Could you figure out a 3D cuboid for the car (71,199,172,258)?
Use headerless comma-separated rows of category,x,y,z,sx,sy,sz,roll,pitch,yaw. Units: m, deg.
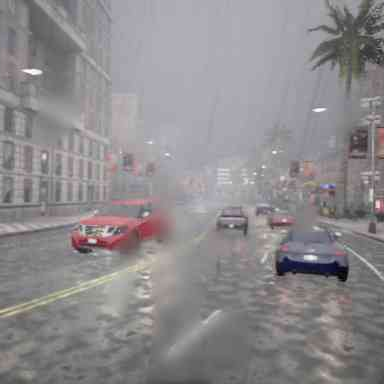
car,-2.578,1.325,13.819,2.150,2.045,5.566,1,0,16

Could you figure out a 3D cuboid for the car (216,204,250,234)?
car,2.656,1.775,21.324,2.128,1.511,4.902,1,-1,10

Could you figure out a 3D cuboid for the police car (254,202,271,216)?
police car,8.497,2.023,39.665,1.930,1.638,5.238,1,-1,7

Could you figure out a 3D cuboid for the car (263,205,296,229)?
car,6.713,1.967,25.036,1.994,1.385,4.181,1,-1,8

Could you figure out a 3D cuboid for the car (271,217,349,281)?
car,3.826,1.756,10.775,1.994,1.385,4.181,1,-1,19

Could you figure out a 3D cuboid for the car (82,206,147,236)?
car,-4.578,1.690,20.710,2.033,1.411,5.357,1,-1,10
